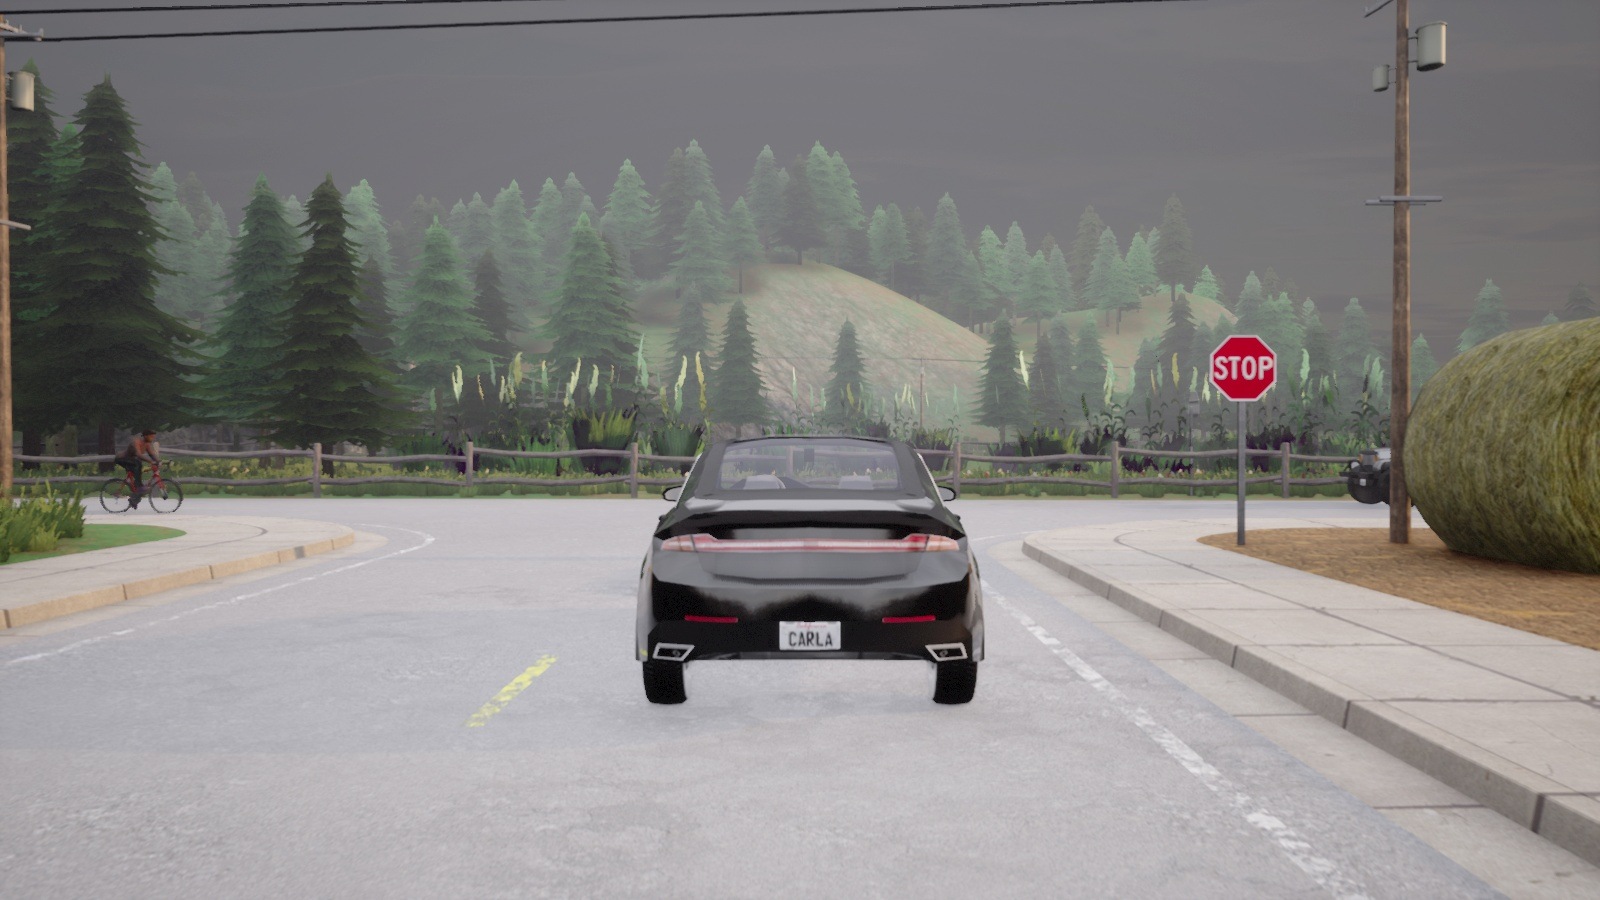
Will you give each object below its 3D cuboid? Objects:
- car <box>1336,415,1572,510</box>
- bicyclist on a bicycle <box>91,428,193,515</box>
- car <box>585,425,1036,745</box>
[{"bbox_3d":[13.386,0.237,25.899,3.866,1.878,1.905,0,1,3],"label":"car"},{"bbox_3d":[-12.453,0.396,23.790,1.656,1.620,0.582,0,1,5],"label":"bicyclist on a bicycle"},{"bbox_3d":[0.062,0.611,8.382,2.128,1.511,4.902,0,1,0],"label":"car"}]
